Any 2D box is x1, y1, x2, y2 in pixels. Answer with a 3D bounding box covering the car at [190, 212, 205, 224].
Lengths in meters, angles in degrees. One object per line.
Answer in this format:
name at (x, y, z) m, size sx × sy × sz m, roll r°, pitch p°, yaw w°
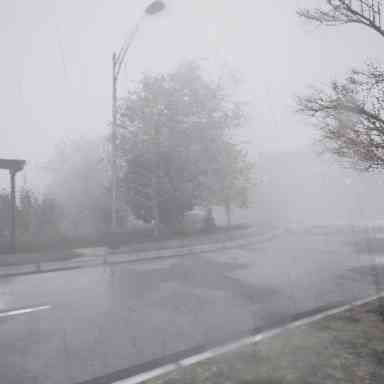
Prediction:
car at (0.544, 4.058, 49.479) m, size 2.150 × 2.045 × 5.566 m, roll 0°, pitch -5°, yaw -25°
